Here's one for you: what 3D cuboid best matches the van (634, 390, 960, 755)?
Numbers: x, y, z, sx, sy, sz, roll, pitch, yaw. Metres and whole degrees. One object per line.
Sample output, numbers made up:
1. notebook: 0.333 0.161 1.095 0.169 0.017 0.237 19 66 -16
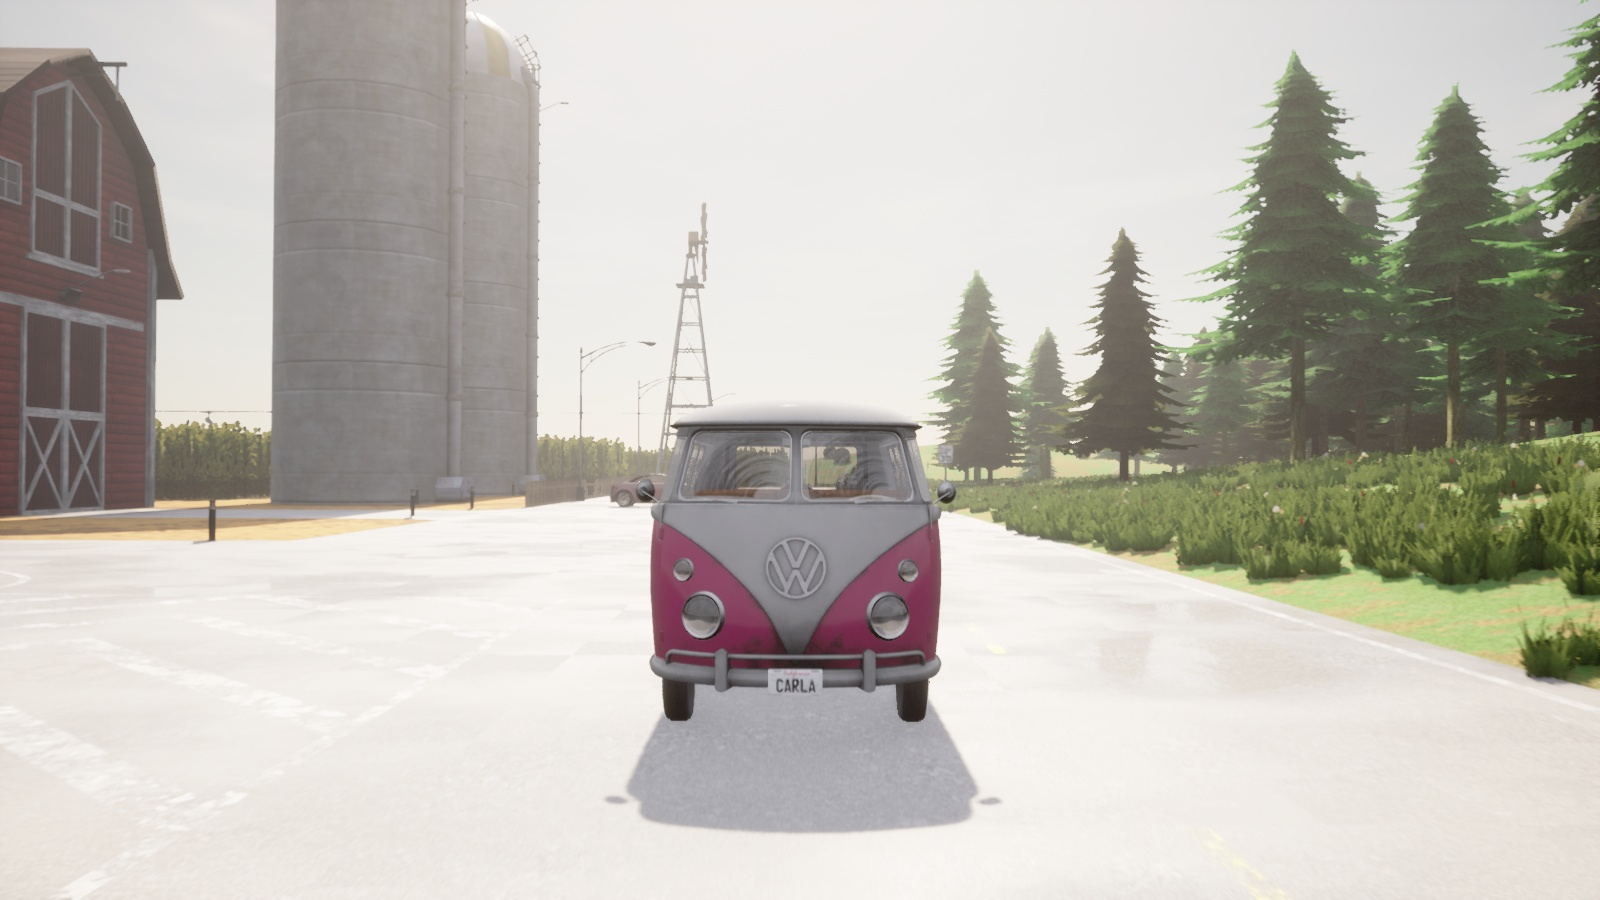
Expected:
1. van: -0.023 0.708 9.096 1.775 1.987 4.442 0 -1 0
